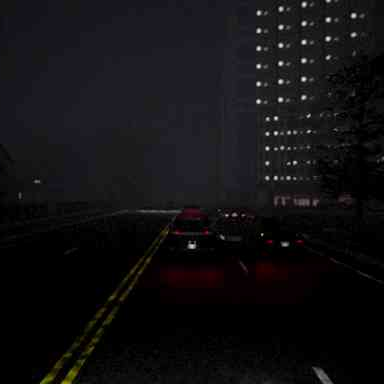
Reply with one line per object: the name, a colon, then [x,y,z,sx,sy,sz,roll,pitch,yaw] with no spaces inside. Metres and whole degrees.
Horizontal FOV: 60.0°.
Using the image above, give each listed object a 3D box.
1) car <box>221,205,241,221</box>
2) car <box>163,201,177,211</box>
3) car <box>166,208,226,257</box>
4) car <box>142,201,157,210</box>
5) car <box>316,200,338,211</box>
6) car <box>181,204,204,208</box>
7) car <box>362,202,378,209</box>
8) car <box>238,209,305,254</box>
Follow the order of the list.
car: [3.249,1.810,27.514,2.033,1.411,5.357,0,-1,0]
car: [-3.294,2.019,50.120,1.812,1.442,4.674,0,-1,0]
car: [0.016,1.619,13.516,2.128,1.511,4.902,0,0,0]
car: [-6.530,2.056,51.459,2.033,1.411,5.357,0,-1,0]
car: [22.987,2.187,54.510,5.009,1.841,2.192,0,1,20]
car: [0.015,1.757,29.252,1.882,1.535,5.008,0,0,0]
car: [31.018,2.319,59.968,4.403,1.369,2.008,0,1,20]
car: [3.269,1.656,13.915,1.812,1.442,4.674,0,0,0]
